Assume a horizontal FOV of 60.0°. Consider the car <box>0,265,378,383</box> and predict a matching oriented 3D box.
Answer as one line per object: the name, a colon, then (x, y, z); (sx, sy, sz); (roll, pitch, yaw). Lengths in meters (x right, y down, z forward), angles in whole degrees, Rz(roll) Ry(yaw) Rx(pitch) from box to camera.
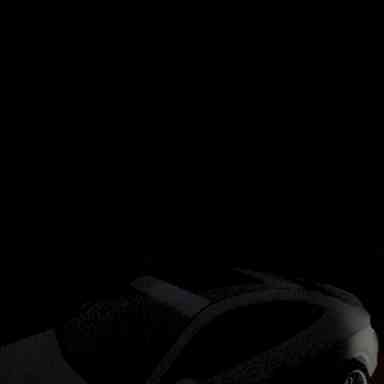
car: (-0.095, 1.520, 3.020); (4.674, 1.442, 1.812); (0, 0, -36)
